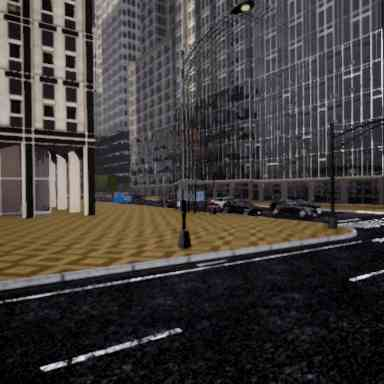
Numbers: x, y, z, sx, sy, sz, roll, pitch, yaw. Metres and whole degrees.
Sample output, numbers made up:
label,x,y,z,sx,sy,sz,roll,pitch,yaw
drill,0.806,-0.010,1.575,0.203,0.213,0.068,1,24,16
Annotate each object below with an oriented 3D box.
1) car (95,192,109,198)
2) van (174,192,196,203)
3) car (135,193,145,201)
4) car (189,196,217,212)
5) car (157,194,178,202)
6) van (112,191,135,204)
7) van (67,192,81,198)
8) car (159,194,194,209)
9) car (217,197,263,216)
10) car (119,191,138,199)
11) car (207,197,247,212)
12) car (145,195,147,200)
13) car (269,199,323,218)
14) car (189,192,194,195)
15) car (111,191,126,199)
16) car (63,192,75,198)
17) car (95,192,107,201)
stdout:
label,x,y,z,sx,sy,sz,roll,pitch,yaw
car,-23.621,0.694,87.202,2.008,1.369,4.403,0,1,-34
van,-1.177,0.860,54.350,1.690,1.788,3.998,0,1,-34
car,-11.520,0.930,64.867,1.837,1.490,4.892,-1,1,-34
car,1.430,1.392,35.488,1.802,1.307,4.206,0,1,-34
car,-4.383,1.048,59.046,1.802,1.307,4.206,0,1,-34
van,-11.302,0.942,54.317,1.690,1.788,3.998,0,1,-34
van,-27.334,0.673,77.781,1.690,1.788,3.998,0,1,-34
car,-1.728,1.324,40.213,1.947,1.339,4.313,0,1,-34
car,4.622,1.428,30.783,1.947,1.339,4.313,0,1,-34
car,-14.002,0.620,73.121,2.192,1.841,5.009,0,1,-34
car,3.823,1.296,36.762,1.812,1.442,4.674,-1,1,-34
car,-10.796,0.941,68.432,1.802,1.307,4.206,0,1,-34
car,9.029,1.345,29.139,2.128,1.511,4.902,-1,1,-34
car,-2.013,1.181,45.312,1.837,1.490,4.892,-1,1,-34
car,-17.209,0.691,77.815,1.967,1.590,4.097,0,1,-34
car,-30.540,0.718,82.475,1.967,1.590,4.097,0,1,-34
car,-17.715,1.044,63.705,2.008,1.369,4.403,0,1,-34
